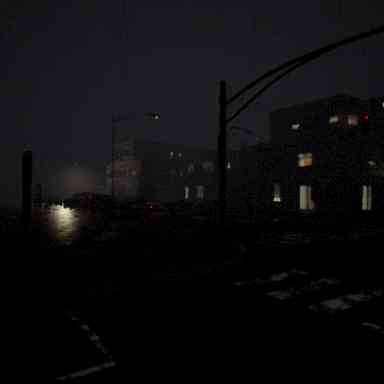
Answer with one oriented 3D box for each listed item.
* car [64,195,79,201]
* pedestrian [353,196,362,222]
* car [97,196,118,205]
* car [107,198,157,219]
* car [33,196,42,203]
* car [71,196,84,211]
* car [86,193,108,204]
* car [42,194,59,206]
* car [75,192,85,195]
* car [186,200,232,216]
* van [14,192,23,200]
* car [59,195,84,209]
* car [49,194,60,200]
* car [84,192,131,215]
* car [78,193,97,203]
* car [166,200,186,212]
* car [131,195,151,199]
[{"bbox_3d":[-26.447,1.330,72.975,1.947,1.339,4.313,1,0,-35],"label":"car"},{"bbox_3d":[11.518,1.167,23.216,0.375,1.860,0.375,1,0,-35],"label":"pedestrian"},{"bbox_3d":[-13.951,1.367,54.895,1.752,1.417,4.829,1,0,-35],"label":"car"},{"bbox_3d":[-5.011,1.444,27.217,2.008,1.369,4.403,1,0,-35],"label":"car"},{"bbox_3d":[-27.046,1.310,59.103,1.947,1.339,4.313,1,0,-35],"label":"car"},{"bbox_3d":[-11.307,1.399,36.327,2.008,1.369,4.403,1,0,-35],"label":"car"},{"bbox_3d":[-17.001,1.137,59.312,2.192,1.841,5.009,1,0,-35],"label":"car"},{"bbox_3d":[-20.654,1.310,49.853,1.752,1.417,4.829,1,0,-35],"label":"car"},{"bbox_3d":[-19.149,1.025,57.847,2.150,2.045,5.566,0,0,-35],"label":"car"},{"bbox_3d":[1.788,1.476,32.119,1.752,1.417,4.829,1,0,-35],"label":"car"},{"bbox_3d":[-42.783,0.992,81.879,1.690,1.788,3.998,1,0,-35],"label":"van"},{"bbox_3d":[-14.455,1.371,40.882,1.887,1.381,4.507,1,0,-35],"label":"car"},{"bbox_3d":[-35.890,1.291,86.641,1.802,1.307,4.206,1,0,-35],"label":"car"},{"bbox_3d":[-8.156,1.185,31.773,2.192,1.841,5.009,1,0,-35],"label":"car"},{"bbox_3d":[-20.148,1.118,63.866,2.192,1.841,5.009,1,0,-35],"label":"car"},{"bbox_3d":[-1.264,1.510,36.535,1.802,1.307,4.206,1,0,-35],"label":"car"},{"bbox_3d":[-5.840,1.398,38.596,1.837,1.490,4.892,0,0,-35],"label":"car"}]
